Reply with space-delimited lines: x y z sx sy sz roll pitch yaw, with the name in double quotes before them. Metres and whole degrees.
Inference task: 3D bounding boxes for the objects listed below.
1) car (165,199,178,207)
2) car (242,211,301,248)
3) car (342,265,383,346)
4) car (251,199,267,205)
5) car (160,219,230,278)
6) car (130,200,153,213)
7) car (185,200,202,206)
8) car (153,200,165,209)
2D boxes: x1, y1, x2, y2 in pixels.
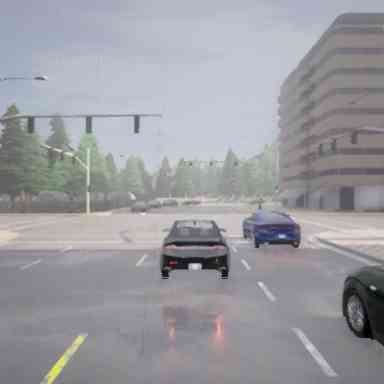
"car" -4.193 2.184 65.155 1.837 1.490 4.892 0 -1 20
"car" 3.600 1.643 15.774 1.882 1.535 5.008 0 0 0
"car" 3.602 1.393 3.840 2.097 1.767 4.553 0 -1 0
"car" 16.251 2.395 80.817 4.181 1.385 1.994 0 -1 -33
"car" 0.085 1.602 10.444 2.128 1.511 4.902 0 -1 0
"car" -6.963 1.998 45.285 1.812 1.442 4.674 0 -1 2
"car" 0.259 2.370 74.321 1.895 1.301 4.718 0 -1 31
"car" -6.341 2.101 55.188 1.812 1.442 4.674 0 -1 8
